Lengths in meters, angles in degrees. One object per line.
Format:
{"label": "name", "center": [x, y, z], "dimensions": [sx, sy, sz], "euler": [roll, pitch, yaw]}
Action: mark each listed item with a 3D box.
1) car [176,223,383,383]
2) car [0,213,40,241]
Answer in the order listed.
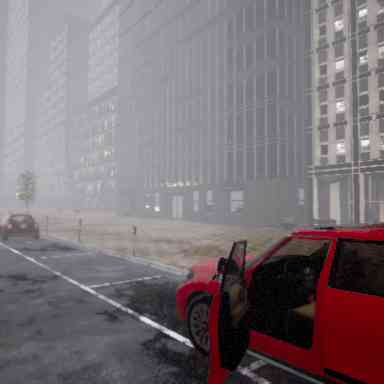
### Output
{"label": "car", "center": [2.109, 1.416, 4.251], "dimensions": [2.150, 2.045, 5.566], "euler": [2, -3, -40]}
{"label": "car", "center": [-10.763, 2.012, 20.282], "dimensions": [1.967, 1.590, 4.097], "euler": [4, -3, -39]}
